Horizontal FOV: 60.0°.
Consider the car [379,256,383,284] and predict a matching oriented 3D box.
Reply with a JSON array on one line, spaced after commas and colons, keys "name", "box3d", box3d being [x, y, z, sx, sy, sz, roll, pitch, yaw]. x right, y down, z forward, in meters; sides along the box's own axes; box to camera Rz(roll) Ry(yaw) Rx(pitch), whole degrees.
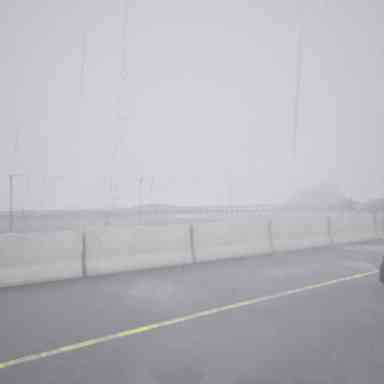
[{"name": "car", "box3d": [6.291, 1.558, 7.753, 4.181, 1.385, 1.994, 0, 0, -32]}]

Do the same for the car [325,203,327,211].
[{"name": "car", "box3d": [16.949, 1.452, 37.548, 4.902, 1.511, 2.128, 0, 0, -24]}]

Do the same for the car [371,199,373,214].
[{"name": "car", "box3d": [19.223, 1.458, 34.738, 4.902, 1.511, 2.128, 0, 0, -24]}]
